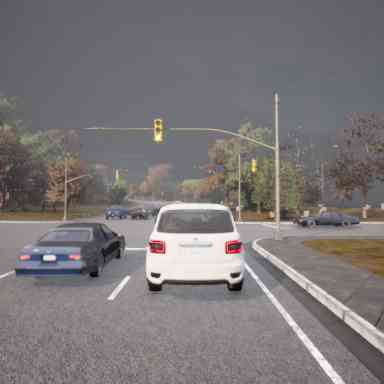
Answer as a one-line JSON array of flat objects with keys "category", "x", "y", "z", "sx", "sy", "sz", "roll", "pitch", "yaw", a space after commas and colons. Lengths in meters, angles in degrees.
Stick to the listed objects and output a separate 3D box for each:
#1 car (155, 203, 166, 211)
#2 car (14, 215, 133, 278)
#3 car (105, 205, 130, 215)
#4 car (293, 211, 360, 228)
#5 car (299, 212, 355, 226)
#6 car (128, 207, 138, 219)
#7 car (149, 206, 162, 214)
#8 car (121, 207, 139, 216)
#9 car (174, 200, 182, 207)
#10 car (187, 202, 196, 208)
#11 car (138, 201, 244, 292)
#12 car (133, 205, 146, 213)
[{"category": "car", "x": -7.046, "y": 3.364, "z": 75.857, "sx": 2.033, "sy": 1.411, "sz": 5.357, "roll": 0, "pitch": 0, "yaw": 0}, {"category": "car", "x": -3.434, "y": 1.672, "z": 10.450, "sx": 2.033, "sy": 1.411, "sz": 5.357, "roll": 0, "pitch": -1, "yaw": -1}, {"category": "car", "x": -10.637, "y": 2.798, "z": 47.067, "sx": 2.150, "sy": 2.045, "sz": 5.566, "roll": 0, "pitch": -2, "yaw": -2}, {"category": "car", "x": 11.700, "y": 2.379, "z": 29.034, "sx": 5.357, "sy": 1.411, "sz": 2.033, "roll": 0, "pitch": -3, "yaw": -2}, {"category": "car", "x": 13.129, "y": 2.590, "z": 32.580, "sx": 4.718, "sy": 1.301, "sz": 1.895, "roll": 0, "pitch": -3, "yaw": -2}, {"category": "car", "x": -7.114, "y": 3.133, "z": 45.710, "sx": 1.895, "sy": 1.301, "sz": 4.718, "roll": 0, "pitch": -2, "yaw": -1}, {"category": "car", "x": -7.080, "y": 3.466, "z": 65.160, "sx": 1.895, "sy": 1.301, "sz": 4.718, "roll": 0, "pitch": 0, "yaw": 0}, {"category": "car", "x": -10.613, "y": 3.356, "z": 57.360, "sx": 2.033, "sy": 1.411, "sz": 5.357, "roll": 0, "pitch": -1, "yaw": 1}, {"category": "car", "x": -3.647, "y": 3.074, "z": 87.358, "sx": 1.882, "sy": 1.535, "sz": 5.008, "roll": 0, "pitch": 0, "yaw": -3}, {"category": "car", "x": -0.158, "y": 3.320, "z": 87.505, "sx": 1.994, "sy": 1.385, "sz": 4.181, "roll": 0, "pitch": 0, "yaw": -3}, {"category": "car", "x": 0.078, "y": 1.323, "z": 9.285, "sx": 2.150, "sy": 2.045, "sz": 5.566, "roll": 0, "pitch": -1, "yaw": 0}, {"category": "car", "x": -10.551, "y": 3.465, "z": 67.644, "sx": 1.895, "sy": 1.301, "sz": 4.718, "roll": 0, "pitch": 0, "yaw": 0}]
